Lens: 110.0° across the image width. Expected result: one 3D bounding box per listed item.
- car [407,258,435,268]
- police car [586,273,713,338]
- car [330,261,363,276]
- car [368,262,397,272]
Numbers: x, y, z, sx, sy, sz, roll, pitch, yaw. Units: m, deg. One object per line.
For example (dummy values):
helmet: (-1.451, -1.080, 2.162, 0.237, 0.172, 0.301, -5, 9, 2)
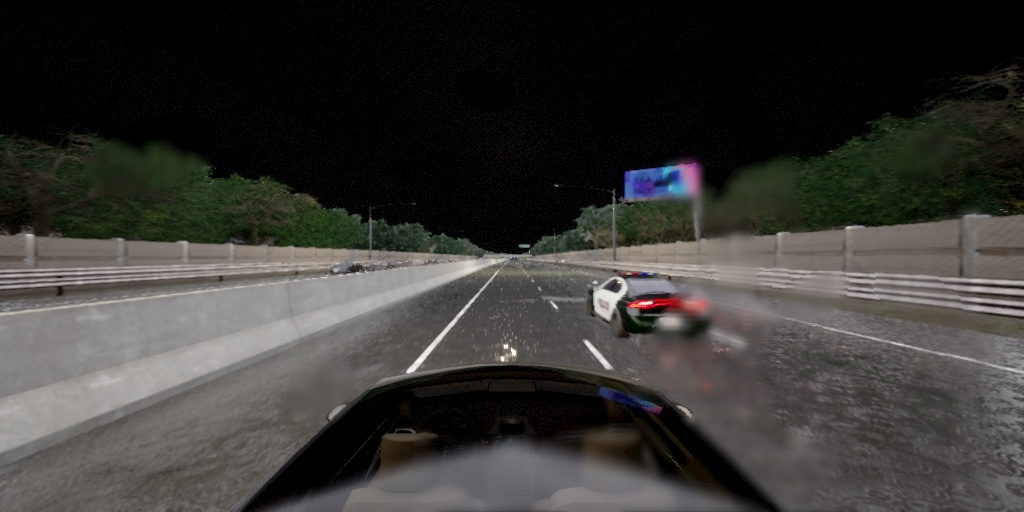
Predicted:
car: (-10.646, 1.277, 41.397, 1.882, 1.535, 5.008, 0, 0, 0)
police car: (3.479, 1.266, 10.274, 2.038, 1.542, 4.974, 0, 0, 0)
car: (-17.652, 1.289, 38.433, 2.128, 1.511, 4.902, 0, 0, 0)
car: (-14.150, 1.362, 39.286, 1.994, 1.385, 4.181, 0, 0, 0)
